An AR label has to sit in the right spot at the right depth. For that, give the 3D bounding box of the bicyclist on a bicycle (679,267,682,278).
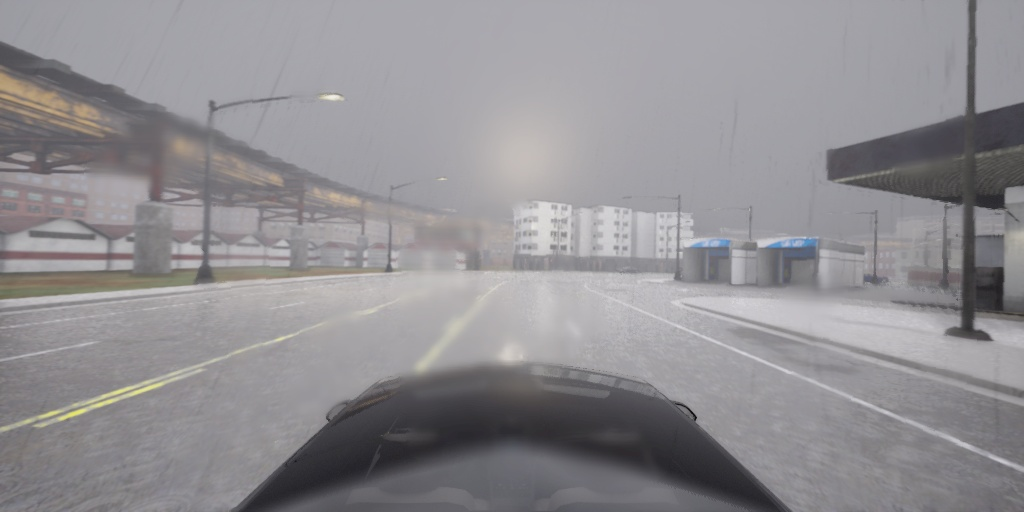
[{"bbox_3d":[21.992,2.253,46.564,0.582,1.620,1.656,2,-1,-33],"label":"bicyclist on a bicycle"}]
